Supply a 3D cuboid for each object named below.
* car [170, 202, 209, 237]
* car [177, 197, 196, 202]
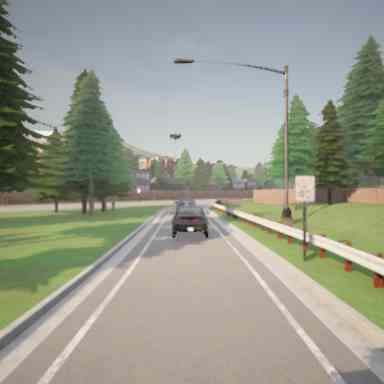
[{"bbox_3d":[-0.120,1.489,17.982,1.837,1.490,4.892,0,0,-1],"label":"car"},{"bbox_3d":[-0.584,1.320,36.608,2.097,1.767,4.553,0,0,-1],"label":"car"}]
